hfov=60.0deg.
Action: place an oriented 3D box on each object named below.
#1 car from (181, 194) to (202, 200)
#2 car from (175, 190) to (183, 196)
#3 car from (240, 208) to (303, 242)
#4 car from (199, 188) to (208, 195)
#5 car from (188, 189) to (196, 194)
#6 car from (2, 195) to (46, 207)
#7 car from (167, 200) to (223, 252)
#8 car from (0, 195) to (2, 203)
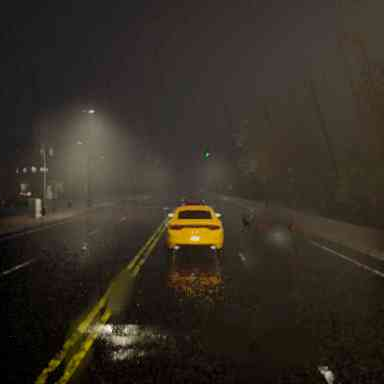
[{"bbox_3d":[0.091,1.142,27.907,1.994,1.385,4.181,0,1,0],"label":"car"},{"bbox_3d":[-3.263,0.288,83.338,1.994,1.385,4.181,0,1,0],"label":"car"},{"bbox_3d":[3.350,1.372,15.067,1.895,1.301,4.718,0,1,0],"label":"car"},{"bbox_3d":[3.233,0.141,90.607,2.128,1.511,4.902,0,1,0],"label":"car"},{"bbox_3d":[-0.017,0.116,90.607,1.837,1.490,4.892,0,1,0],"label":"car"},{"bbox_3d":[-19.960,1.208,40.179,4.313,1.339,1.947,-1,2,0],"label":"car"},{"bbox_3d":[0.097,1.281,12.913,1.882,1.535,5.008,0,1,0],"label":"car"},{"bbox_3d":[-28.294,1.075,48.689,4.403,1.369,2.008,-1,2,0],"label":"car"}]
